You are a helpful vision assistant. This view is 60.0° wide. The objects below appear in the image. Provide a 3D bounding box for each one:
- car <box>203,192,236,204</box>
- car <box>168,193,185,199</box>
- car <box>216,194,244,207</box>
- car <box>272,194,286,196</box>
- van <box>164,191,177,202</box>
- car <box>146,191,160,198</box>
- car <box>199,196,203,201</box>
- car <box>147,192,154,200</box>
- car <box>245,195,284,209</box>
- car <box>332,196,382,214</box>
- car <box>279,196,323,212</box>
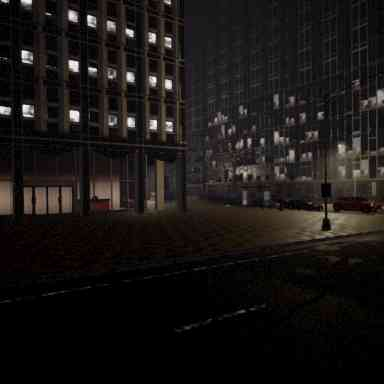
[{"bbox_3d":[4.307,1.155,52.430,1.837,1.490,4.892,-1,1,-34],"label":"car"},{"bbox_3d":[-3.378,0.934,73.841,1.802,1.307,4.206,0,1,-34],"label":"car"},{"bbox_3d":[5.758,1.318,45.644,1.947,1.339,4.313,-1,1,-34],"label":"car"},{"bbox_3d":[11.295,1.115,42.234,2.097,1.767,4.553,-1,1,-34],"label":"car"},{"bbox_3d":[-3.850,0.936,59.725,1.690,1.788,3.998,0,1,-34],"label":"van"},{"bbox_3d":[-9.814,0.684,83.209,1.967,1.590,4.097,0,1,-34],"label":"car"},{"bbox_3d":[3.058,1.041,64.471,1.802,1.307,4.206,-1,1,-34],"label":"car"},{"bbox_3d":[-10.286,1.038,69.098,2.008,1.369,4.403,0,1,-34],"label":"car"},{"bbox_3d":[8.927,1.386,40.927,1.802,1.307,4.206,-1,1,-34],"label":"car"},{"bbox_3d":[16.891,1.205,34.084,2.097,1.767,4.553,-1,1,-35],"label":"car"},{"bbox_3d":[12.131,1.422,36.230,1.947,1.339,4.313,-1,1,-34],"label":"car"}]
